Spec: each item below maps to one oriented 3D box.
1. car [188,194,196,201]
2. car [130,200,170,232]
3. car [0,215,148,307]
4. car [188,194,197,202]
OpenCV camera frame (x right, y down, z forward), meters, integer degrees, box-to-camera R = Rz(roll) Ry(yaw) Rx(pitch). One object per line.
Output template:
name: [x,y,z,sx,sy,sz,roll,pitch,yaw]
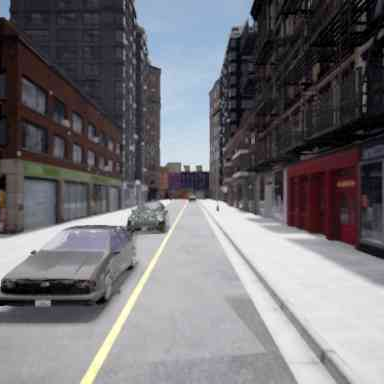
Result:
car: [0.086,1.413,89.464,2.097,1.767,4.553,0,0,0]
car: [-2.497,1.379,20.008,2.097,1.767,4.553,0,0,0]
car: [-2.586,1.557,8.450,2.033,1.411,5.357,0,0,0]
car: [0.077,1.651,79.097,1.837,1.490,4.892,0,0,0]
